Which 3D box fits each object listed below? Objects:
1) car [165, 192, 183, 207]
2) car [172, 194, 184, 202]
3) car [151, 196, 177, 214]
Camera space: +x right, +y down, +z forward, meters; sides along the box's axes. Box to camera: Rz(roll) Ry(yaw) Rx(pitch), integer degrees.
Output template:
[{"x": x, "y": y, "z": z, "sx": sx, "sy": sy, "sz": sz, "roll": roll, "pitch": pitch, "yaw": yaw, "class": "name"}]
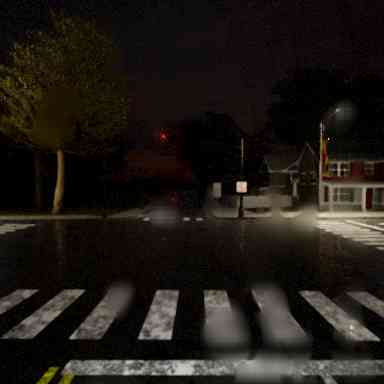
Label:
[{"x": -2.859, "y": 1.062, "z": 46.762, "sx": 2.150, "sy": 2.045, "sz": 5.566, "roll": 0, "pitch": 0, "yaw": 0, "class": "car"}, {"x": -2.700, "y": 1.249, "z": 66.235, "sx": 2.128, "sy": 1.511, "sz": 4.902, "roll": 0, "pitch": 0, "yaw": 0, "class": "car"}, {"x": -2.927, "y": 1.454, "z": 33.819, "sx": 1.994, "sy": 1.385, "sz": 4.181, "roll": 0, "pitch": 0, "yaw": 1, "class": "car"}]
